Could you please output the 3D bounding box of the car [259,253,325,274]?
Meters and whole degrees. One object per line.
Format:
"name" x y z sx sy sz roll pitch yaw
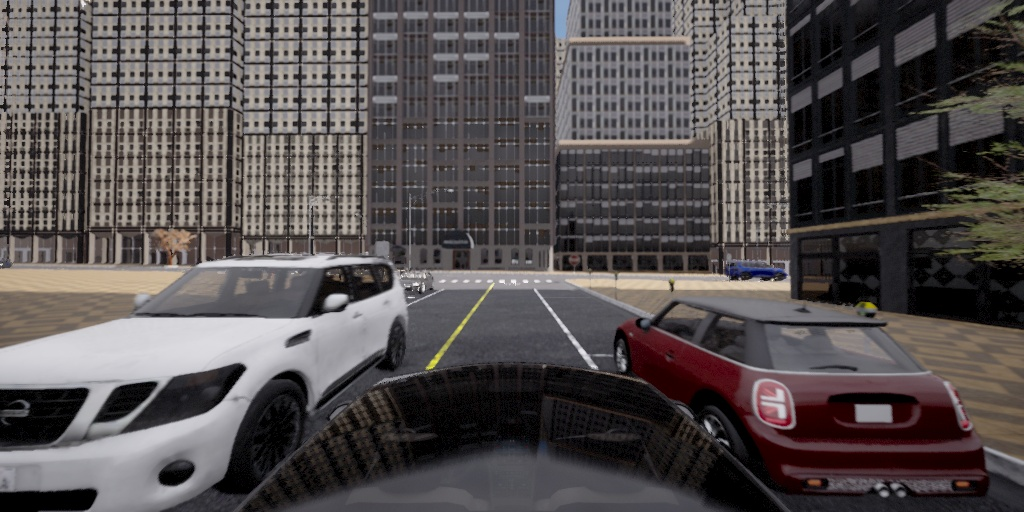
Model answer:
"car" -23.040 0.806 37.707 5.566 2.045 2.150 1 -1 1

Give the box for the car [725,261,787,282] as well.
"car" 25.125 1.581 37.088 5.566 2.045 2.150 1 -1 1

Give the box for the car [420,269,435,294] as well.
"car" -5.813 1.473 21.546 2.007 1.370 4.403 0 0 0

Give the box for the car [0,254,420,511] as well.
"car" -3.099 0.999 4.898 2.150 2.045 5.566 0 -1 0

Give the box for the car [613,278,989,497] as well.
"car" 2.692 1.215 4.609 1.967 1.591 4.097 0 0 0
